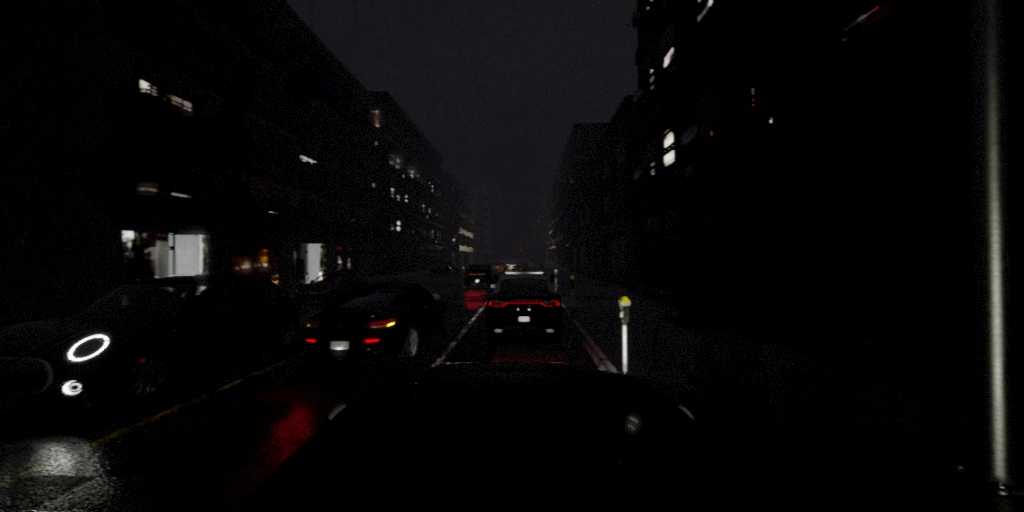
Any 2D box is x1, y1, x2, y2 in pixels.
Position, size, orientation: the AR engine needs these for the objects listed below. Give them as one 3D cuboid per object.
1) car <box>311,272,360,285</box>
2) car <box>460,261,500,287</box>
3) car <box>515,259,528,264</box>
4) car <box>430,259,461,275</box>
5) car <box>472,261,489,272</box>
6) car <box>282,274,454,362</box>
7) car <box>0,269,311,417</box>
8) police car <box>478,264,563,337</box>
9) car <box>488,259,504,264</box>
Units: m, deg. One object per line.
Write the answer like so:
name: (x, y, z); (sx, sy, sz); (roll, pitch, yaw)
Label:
car: (-8.243, 1.427, 16.698); (1.802, 1.307, 4.207); (0, 0, 2)
car: (-2.138, 1.330, 25.357); (1.837, 1.490, 4.892); (0, 0, 2)
car: (0.954, 1.363, 39.091); (1.751, 1.417, 4.829); (0, 0, 2)
car: (-7.427, 1.210, 39.229); (2.192, 1.841, 5.009); (0, 0, 2)
car: (-4.328, 1.463, 50.583); (1.812, 1.442, 4.674); (0, 0, 2)
car: (-2.759, 1.311, 8.213); (1.812, 1.442, 4.674); (0, 0, 2)
car: (-6.029, 1.155, 6.396); (2.097, 1.767, 4.553); (0, 0, 2)
police car: (0.360, 1.195, 10.532); (1.930, 1.638, 5.238); (0, 0, 2)
car: (-1.590, 1.322, 43.279); (1.801, 1.575, 5.366); (0, 0, 2)
